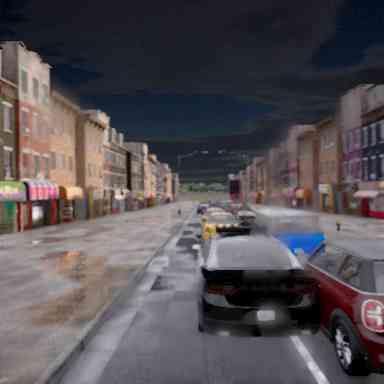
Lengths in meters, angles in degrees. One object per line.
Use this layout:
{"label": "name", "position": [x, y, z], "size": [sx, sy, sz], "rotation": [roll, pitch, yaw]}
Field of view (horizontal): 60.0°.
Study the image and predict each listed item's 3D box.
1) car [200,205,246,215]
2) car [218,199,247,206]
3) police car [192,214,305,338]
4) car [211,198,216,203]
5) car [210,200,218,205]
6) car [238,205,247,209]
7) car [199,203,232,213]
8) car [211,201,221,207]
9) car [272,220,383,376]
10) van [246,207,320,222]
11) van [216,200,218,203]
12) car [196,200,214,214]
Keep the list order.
{"label": "car", "position": [1.473, 1.697, 17.222], "size": [1.801, 1.575, 5.366], "rotation": [-1, -1, 2]}
{"label": "car", "position": [3.629, 1.687, 27.793], "size": [2.192, 1.841, 5.009], "rotation": [-2, -1, 2]}
{"label": "police car", "position": [1.043, 1.521, 7.136], "size": [1.930, 1.638, 5.238], "rotation": [-1, -1, 1]}
{"label": "car", "position": [4.392, 2.009, 49.908], "size": [2.192, 1.841, 5.009], "rotation": [-2, -1, 2]}
{"label": "car", "position": [5.735, 2.813, 88.604], "size": [2.008, 1.369, 4.403], "rotation": [-2, -1, 2]}
{"label": "car", "position": [3.446, 1.842, 22.261], "size": [2.008, 1.369, 4.403], "rotation": [-2, -1, 2]}
{"label": "car", "position": [1.569, 1.785, 23.220], "size": [1.801, 1.575, 5.366], "rotation": [-1, -1, 2]}
{"label": "car", "position": [5.164, 2.600, 72.018], "size": [1.802, 1.307, 4.206], "rotation": [-2, -1, 2]}
{"label": "car", "position": [2.870, 1.490, 5.677], "size": [1.967, 1.590, 4.097], "rotation": [-2, -1, 2]}
{"label": "van", "position": [3.058, 1.472, 11.207], "size": [1.690, 1.788, 3.998], "rotation": [-2, -1, 2]}
{"label": "van", "position": [4.011, 1.874, 38.850], "size": [1.690, 1.788, 3.998], "rotation": [-2, -1, 2]}
{"label": "car", "position": [1.580, 2.165, 43.847], "size": [1.812, 1.442, 4.674], "rotation": [-1, -1, 2]}
